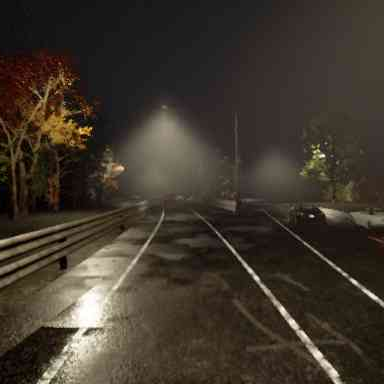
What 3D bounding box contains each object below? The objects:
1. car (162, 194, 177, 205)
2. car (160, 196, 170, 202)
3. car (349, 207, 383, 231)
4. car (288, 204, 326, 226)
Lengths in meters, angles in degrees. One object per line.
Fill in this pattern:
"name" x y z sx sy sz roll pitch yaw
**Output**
"car" -4.018 1.365 62.874 2.150 2.045 5.566 0 0 -7
"car" -6.322 1.581 78.925 1.994 1.385 4.181 0 0 -10
"car" 11.119 1.569 20.023 1.895 1.301 4.718 0 0 8
"car" 8.119 1.555 23.715 1.994 1.385 4.181 0 0 8
